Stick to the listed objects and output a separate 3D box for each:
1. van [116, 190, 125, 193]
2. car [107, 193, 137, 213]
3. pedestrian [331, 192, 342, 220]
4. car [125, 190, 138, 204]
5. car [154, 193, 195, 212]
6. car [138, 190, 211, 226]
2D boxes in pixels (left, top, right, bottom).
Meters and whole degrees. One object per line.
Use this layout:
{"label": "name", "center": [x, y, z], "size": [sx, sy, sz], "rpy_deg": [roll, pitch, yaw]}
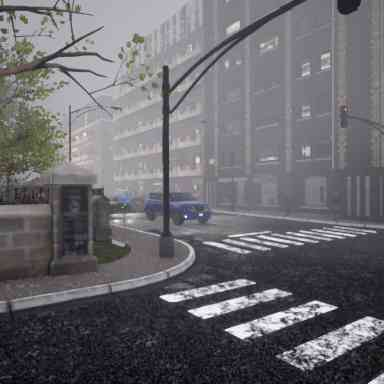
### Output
{"label": "van", "center": [-8.299, 0.655, 41.312], "size": [1.690, 1.788, 3.998], "rpy_deg": [1, 1, -36]}
{"label": "car", "center": [-6.955, 1.093, 29.647], "size": [1.994, 1.385, 4.181], "rpy_deg": [0, 1, -37]}
{"label": "pedestrian", "center": [9.495, 0.901, 21.964], "size": [0.375, 1.860, 0.375], "rpy_deg": [1, -1, -36]}
{"label": "car", "center": [-5.036, 0.727, 36.855], "size": [2.192, 1.841, 5.009], "rpy_deg": [1, 1, -36]}
{"label": "car", "center": [-1.776, 0.950, 32.401], "size": [1.967, 1.590, 4.097], "rpy_deg": [1, 1, -36]}
{"label": "car", "center": [-1.102, 0.926, 21.654], "size": [2.150, 2.045, 5.566], "rpy_deg": [0, 1, -36]}
